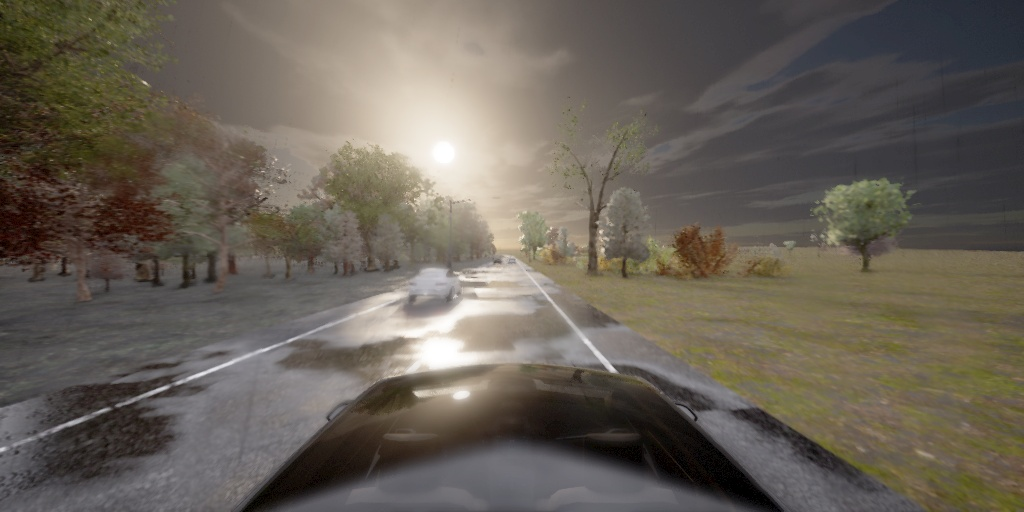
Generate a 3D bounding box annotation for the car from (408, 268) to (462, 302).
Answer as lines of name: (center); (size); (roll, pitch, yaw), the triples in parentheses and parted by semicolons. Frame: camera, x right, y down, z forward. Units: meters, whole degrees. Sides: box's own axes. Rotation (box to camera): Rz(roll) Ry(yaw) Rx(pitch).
car: (-3.501, 1.278, 16.820); (1.812, 1.442, 4.674); (0, 0, 0)
